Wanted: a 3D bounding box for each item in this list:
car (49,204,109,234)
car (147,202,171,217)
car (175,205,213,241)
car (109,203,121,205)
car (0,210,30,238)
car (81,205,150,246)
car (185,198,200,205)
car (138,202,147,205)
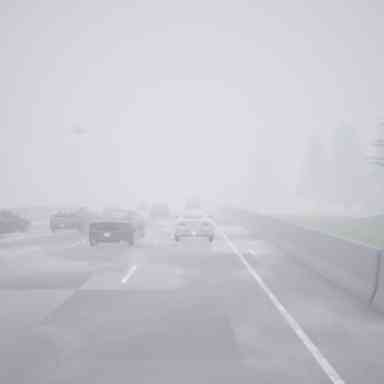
[{"bbox_3d":[-6.906,1.643,20.168,2.128,1.511,4.902,0,-1,0],"label":"car"},{"bbox_3d":[-3.409,1.929,36.316,1.994,1.385,4.181,0,-1,0],"label":"car"},{"bbox_3d":[0.095,1.644,17.374,1.812,1.442,4.674,0,0,0],"label":"car"},{"bbox_3d":[-10.413,2.119,44.324,1.994,1.385,4.181,0,-1,0],"label":"car"},{"bbox_3d":[-10.405,1.648,17.605,1.812,1.442,4.674,0,0,0],"label":"car"},{"bbox_3d":[-3.405,1.582,15.855,1.882,1.535,5.008,0,0,0],"label":"car"},{"bbox_3d":[0.082,1.929,51.174,2.150,2.045,5.566,0,-2,0],"label":"car"},{"bbox_3d":[-6.915,2.188,48.451,2.033,1.411,5.357,0,-2,0],"label":"car"}]
